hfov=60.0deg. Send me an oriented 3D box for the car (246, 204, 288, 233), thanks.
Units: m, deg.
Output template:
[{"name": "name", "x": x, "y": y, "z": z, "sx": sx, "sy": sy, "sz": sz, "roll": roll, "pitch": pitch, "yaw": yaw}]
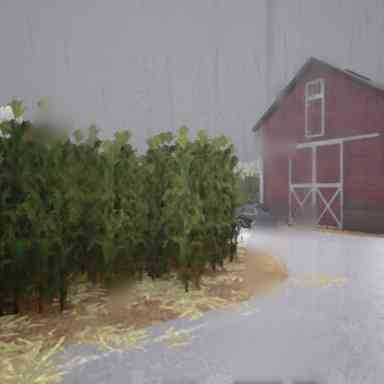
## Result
[{"name": "car", "x": 3.481, "y": 1.519, "z": 20.071, "sx": 1.837, "sy": 1.490, "sz": 4.892, "roll": -2, "pitch": 1, "yaw": -34}]
